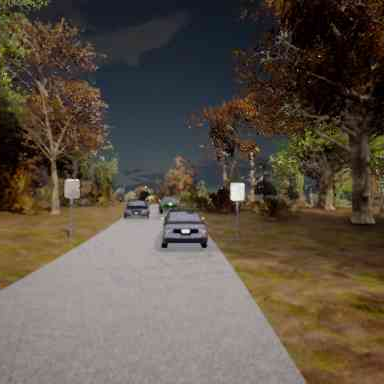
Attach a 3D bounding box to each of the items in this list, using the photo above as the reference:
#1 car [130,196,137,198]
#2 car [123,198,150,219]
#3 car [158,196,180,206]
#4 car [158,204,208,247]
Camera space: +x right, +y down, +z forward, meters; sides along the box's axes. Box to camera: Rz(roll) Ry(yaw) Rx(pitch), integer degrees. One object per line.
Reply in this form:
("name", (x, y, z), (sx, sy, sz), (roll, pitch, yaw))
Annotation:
("car", (-11.886, 1.648, 67.473), (1.837, 1.490, 4.892), (1, -1, -14))
("car", (-4.414, 1.409, 27.074), (1.994, 1.385, 4.181), (0, 0, -6))
("car", (-2.386, 1.225, 34.639), (2.097, 1.767, 4.553), (0, 0, -8))
("car", (-0.379, 1.458, 14.598), (2.033, 1.411, 5.357), (0, 0, -3))
